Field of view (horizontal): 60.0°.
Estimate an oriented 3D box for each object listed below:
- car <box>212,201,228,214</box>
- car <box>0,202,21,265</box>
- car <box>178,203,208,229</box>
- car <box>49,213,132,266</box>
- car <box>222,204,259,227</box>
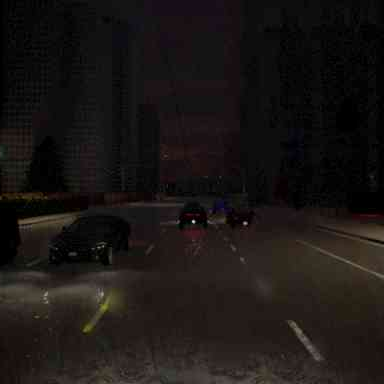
[{"bbox_3d":[3.588,1.868,41.659,1.882,1.535,5.008,0,-1,0],"label":"car"},{"bbox_3d":[-7.004,1.311,9.287,2.150,2.045,5.566,0,-1,0],"label":"car"},{"bbox_3d":[0.100,1.723,23.697,1.837,1.490,4.892,0,-2,0],"label":"car"},{"bbox_3d":[-3.502,1.593,12.265,1.882,1.535,5.008,0,-1,0],"label":"car"},{"bbox_3d":[3.598,1.832,24.605,1.895,1.301,4.718,0,-1,0],"label":"car"}]
